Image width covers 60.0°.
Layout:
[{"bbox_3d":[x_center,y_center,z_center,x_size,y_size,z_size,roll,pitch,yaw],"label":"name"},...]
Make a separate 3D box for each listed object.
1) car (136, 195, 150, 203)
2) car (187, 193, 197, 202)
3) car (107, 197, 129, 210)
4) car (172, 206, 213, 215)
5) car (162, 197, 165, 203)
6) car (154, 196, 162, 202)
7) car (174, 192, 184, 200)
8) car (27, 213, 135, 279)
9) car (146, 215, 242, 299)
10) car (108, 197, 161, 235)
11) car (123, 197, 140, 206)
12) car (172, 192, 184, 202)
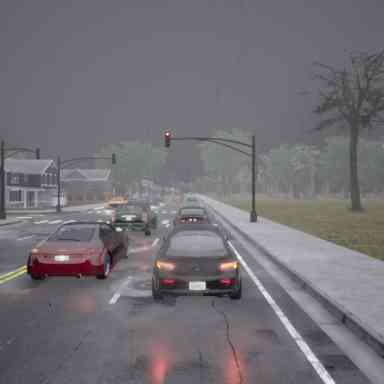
[{"bbox_3d":[-9.779,1.462,66.850,2.128,1.511,4.902,0,0,0],"label":"car"},{"bbox_3d":[-0.016,1.508,75.036,1.994,1.385,4.181,0,0,0],"label":"car"},{"bbox_3d":[-9.860,1.467,44.455,1.882,1.535,5.008,0,0,-1],"label":"car"},{"bbox_3d":[0.031,1.504,17.424,1.837,1.490,4.892,0,0,1],"label":"car"},{"bbox_3d":[-6.534,1.534,66.696,1.994,1.385,4.181,0,0,1],"label":"car"},{"bbox_3d":[-6.601,1.472,54.789,2.128,1.511,4.902,0,0,0],"label":"car"},{"bbox_3d":[-3.268,1.029,85.070,2.150,2.045,5.566,0,0,0],"label":"car"},{"bbox_3d":[-3.149,1.564,10.016,1.994,1.385,4.181,0,0,0],"label":"car"},{"bbox_3d":[0.099,1.525,8.295,1.812,1.442,4.674,0,0,0],"label":"car"},{"bbox_3d":[-3.164,1.351,18.656,2.097,1.767,4.553,0,0,0],"label":"car"},{"bbox_3d":[-9.844,1.545,54.395,1.994,1.385,4.181,0,0,0],"label":"car"},{"bbox_3d":[-3.266,1.311,75.006,2.097,1.767,4.553,0,0,0],"label":"car"}]
